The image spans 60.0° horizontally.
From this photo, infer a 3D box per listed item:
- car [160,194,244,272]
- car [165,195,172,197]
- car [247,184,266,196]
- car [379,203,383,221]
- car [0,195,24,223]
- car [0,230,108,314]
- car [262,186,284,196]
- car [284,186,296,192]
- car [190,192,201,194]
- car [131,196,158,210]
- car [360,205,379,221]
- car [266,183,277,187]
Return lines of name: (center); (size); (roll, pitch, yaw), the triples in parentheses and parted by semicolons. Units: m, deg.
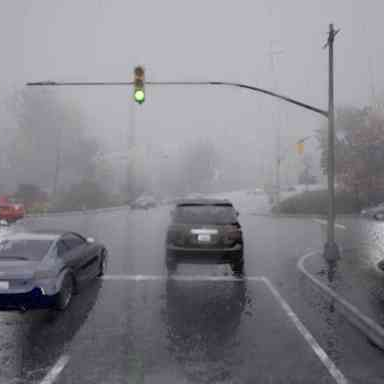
car: (0.424, 1.223, 10.964); (2.150, 2.045, 5.566); (0, 0, 2)
car: (-3.257, 1.236, 50.284); (2.128, 1.511, 4.902); (0, 2, 19)
car: (13.120, -0.160, 69.276); (2.097, 1.767, 4.553); (0, 4, 32)
car: (15.671, 1.546, 22.376); (4.718, 1.301, 1.895); (-1, 0, 3)
car: (-14.682, 1.236, 23.343); (5.566, 2.045, 2.150); (0, -1, 10)
car: (-3.328, 1.563, 7.691); (1.994, 1.385, 4.181); (0, 0, -1)
car: (16.698, 0.015, 68.445); (1.895, 1.301, 4.718); (0, 4, 32)
car: (22.310, -0.753, 76.893); (2.033, 1.411, 5.357); (0, 4, 37)
car: (0.445, 0.820, 59.847); (2.128, 1.511, 4.902); (0, 3, 22)
car: (-5.902, 1.300, 41.469); (2.097, 1.767, 4.553); (0, 1, 15)
car: (15.737, 1.438, 25.876); (4.902, 1.511, 2.128); (-1, 0, 3)
car: (18.702, -1.043, 77.872); (2.150, 2.045, 5.566); (0, 4, 37)
